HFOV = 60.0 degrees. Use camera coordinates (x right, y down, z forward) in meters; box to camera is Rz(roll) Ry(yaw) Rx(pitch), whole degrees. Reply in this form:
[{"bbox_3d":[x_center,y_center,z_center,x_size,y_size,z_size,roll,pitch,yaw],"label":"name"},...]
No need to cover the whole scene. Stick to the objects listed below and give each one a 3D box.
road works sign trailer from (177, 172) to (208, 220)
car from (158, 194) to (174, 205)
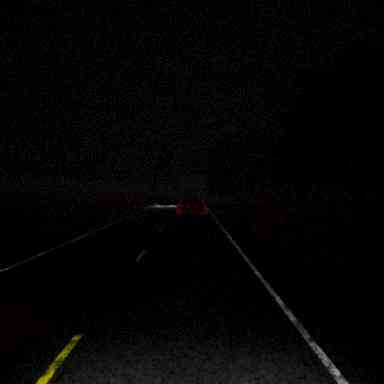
[{"bbox_3d":[0.033,0.249,25.844,2.380,3.560,2.880,0,1,1],"label":"road works sign trailer"},{"bbox_3d":[-3.541,1.013,45.886,1.837,1.490,4.892,0,1,0],"label":"car"}]
